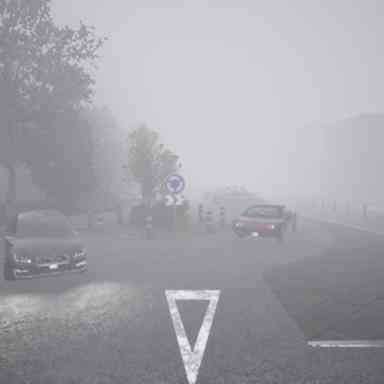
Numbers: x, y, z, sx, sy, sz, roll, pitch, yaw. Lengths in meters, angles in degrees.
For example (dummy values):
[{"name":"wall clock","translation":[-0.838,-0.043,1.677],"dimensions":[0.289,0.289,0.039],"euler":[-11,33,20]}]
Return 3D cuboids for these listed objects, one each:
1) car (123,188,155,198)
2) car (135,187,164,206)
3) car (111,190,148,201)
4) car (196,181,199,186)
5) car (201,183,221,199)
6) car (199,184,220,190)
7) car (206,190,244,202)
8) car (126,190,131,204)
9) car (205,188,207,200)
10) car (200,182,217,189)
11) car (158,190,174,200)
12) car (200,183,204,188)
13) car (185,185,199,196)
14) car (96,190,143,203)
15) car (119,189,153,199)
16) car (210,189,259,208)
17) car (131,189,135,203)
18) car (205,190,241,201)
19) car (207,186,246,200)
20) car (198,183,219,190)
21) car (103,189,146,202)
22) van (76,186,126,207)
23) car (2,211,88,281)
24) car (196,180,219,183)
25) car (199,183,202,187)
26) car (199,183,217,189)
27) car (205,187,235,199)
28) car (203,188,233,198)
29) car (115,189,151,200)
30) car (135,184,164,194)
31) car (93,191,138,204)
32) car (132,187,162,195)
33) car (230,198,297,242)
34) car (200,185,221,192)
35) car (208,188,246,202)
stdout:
[{"name":"car","translation":[-8.754,0.151,55.484],"dimensions":[4.892,1.521,2.231],"euler":[0,2,0]},{"name":"car","translation":[-3.839,0.501,31.858],"dimensions":[2.097,1.767,4.553],"euler":[0,0,0]},{"name":"car","translation":[-8.742,0.434,46.990],"dimensions":[4.792,1.488,2.163],"euler":[0,1,0]},{"name":"car","translation":[-0.201,-0.764,70.808],"dimensions":[2.097,1.767,4.553],"euler":[0,3,0]},{"name":"car","translation":[4.274,0.264,41.582],"dimensions":[5.566,2.045,2.435],"euler":[0,1,0]},{"name":"car","translation":[4.359,-1.224,83.346],"dimensions":[5.008,1.535,2.097],"euler":[0,3,0]},{"name":"car","translation":[4.312,0.464,44.375],"dimensions":[4.892,1.521,2.231],"euler":[0,1,0]},{"name":"car","translation":[-8.791,0.658,33.051],"dimensions":[4.674,1.452,2.002],"euler":[0,1,0]},{"name":"car","translation":[4.304,0.558,38.793],"dimensions":[5.008,1.535,2.097],"euler":[0,1,0]},{"name":"car","translation":[4.392,-1.669,88.770],"dimensions":[4.553,1.767,2.185],"euler":[0,3,0]},{"name":"car","translation":[-3.812,0.456,49.577],"dimensions":[1.895,1.301,4.718],"euler":[0,2,0]},{"name":"car","translation":[4.299,-0.305,63.863],"dimensions":[4.553,1.767,2.185],"euler":[0,3,0]},{"name":"car","translation":[-0.211,-0.015,61.545],"dimensions":[2.033,1.411,5.357],"euler":[0,2,0]},{"name":"car","translation":[-8.963,0.512,41.539],"dimensions":[5.366,1.575,1.946],"euler":[0,1,0]},{"name":"car","translation":[-8.759,0.246,52.568],"dimensions":[5.008,1.535,2.097],"euler":[0,2,0]},{"name":"car","translation":[4.318,0.672,30.444],"dimensions":[4.792,1.488,2.163],"euler":[0,1,0]},{"name":"car","translation":[-8.787,0.632,35.836],"dimensions":[4.674,1.452,2.002],"euler":[0,1,0]},{"name":"car","translation":[4.338,0.431,47.154],"dimensions":[4.792,1.488,2.163],"euler":[0,2,0]},{"name":"car","translation":[4.264,0.465,36.012],"dimensions":[4.553,1.767,2.185],"euler":[0,1,0]},{"name":"car","translation":[4.172,-1.390,86.124],"dimensions":[5.366,1.575,1.946],"euler":[0,3,0]},{"name":"car","translation":[-8.960,0.460,44.334],"dimensions":[5.366,1.575,1.946],"euler":[0,1,0]},{"name":"van","translation":[-8.665,0.418,30.375],"dimensions":[4.442,1.987,1.878],"euler":[1,1,0]},{"name":"car","translation":[-4.434,1.389,9.831],"dimensions":[1.837,1.490,4.892],"euler":[-1,3,-30]},{"name":"car","translation":[4.322,-1.311,80.553],"dimensions":[5.566,2.045,2.435],"euler":[0,3,0]},{"name":"car","translation":[4.345,-0.585,72.225],"dimensions":[5.008,1.535,2.097],"euler":[0,3,0]},{"name":"car","translation":[4.358,-1.714,91.681],"dimensions":[4.892,1.521,2.231],"euler":[0,3,0]},{"name":"car","translation":[4.347,0.116,52.729],"dimensions":[4.553,1.767,2.185],"euler":[0,2,0]},{"name":"car","translation":[4.349,0.178,55.521],"dimensions":[4.792,1.488,2.163],"euler":[0,2,0]},{"name":"car","translation":[-8.762,0.329,49.779],"dimensions":[5.008,1.535,2.097],"euler":[0,2,0]},{"name":"car","translation":[-8.772,-0.685,69.273],"dimensions":[5.566,2.045,2.435],"euler":[0,3,0]},{"name":"car","translation":[-8.810,0.587,38.748],"dimensions":[4.792,1.488,2.163],"euler":[0,1,0]},{"name":"car","translation":[-8.565,-0.176,63.713],"dimensions":[5.366,1.575,1.946],"euler":[0,2,0]},{"name":"car","translation":[3.361,1.209,14.546],"dimensions":[1.895,1.301,4.718],"euler":[2,3,26]},{"name":"car","translation":[4.350,-0.856,77.791],"dimensions":[4.674,1.452,2.002],"euler":[0,3,0]},{"name":"car","translation":[4.263,0.646,33.228],"dimensions":[4.792,1.488,2.163],"euler":[0,1,0]}]
